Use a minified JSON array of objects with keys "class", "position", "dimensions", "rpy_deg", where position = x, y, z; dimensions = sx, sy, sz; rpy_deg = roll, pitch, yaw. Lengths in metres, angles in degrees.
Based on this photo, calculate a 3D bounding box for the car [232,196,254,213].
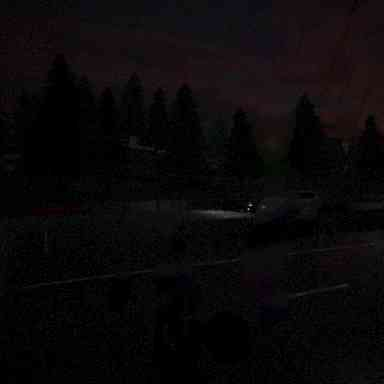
[{"class":"car","position":[6.483,1.034,30.854],"dimensions":[4.553,1.767,2.097],"rpy_deg":[-1,1,-26]}]

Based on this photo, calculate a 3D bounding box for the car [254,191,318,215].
[{"class":"car","position":[8.285,0.925,27.841],"dimensions":[5.566,2.045,2.150],"rpy_deg":[-1,1,-27]}]

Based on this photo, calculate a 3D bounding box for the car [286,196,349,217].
[{"class":"car","position":[9.539,1.257,24.558],"dimensions":[4.674,1.442,1.812],"rpy_deg":[-1,1,-27]}]

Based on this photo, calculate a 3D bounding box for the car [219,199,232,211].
[{"class":"car","position":[5.072,1.160,34.062],"dimensions":[4.892,1.490,1.837],"rpy_deg":[-1,1,-26]}]
